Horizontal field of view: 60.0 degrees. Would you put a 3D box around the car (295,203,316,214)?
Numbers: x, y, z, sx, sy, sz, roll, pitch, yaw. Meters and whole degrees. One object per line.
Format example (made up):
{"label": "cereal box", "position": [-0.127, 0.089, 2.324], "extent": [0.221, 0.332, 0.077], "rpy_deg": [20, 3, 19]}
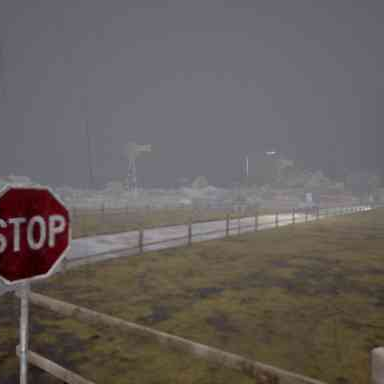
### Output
{"label": "car", "position": [16.421, 2.307, 48.176], "extent": [1.882, 1.535, 5.008], "rpy_deg": [1, -1, 36]}
